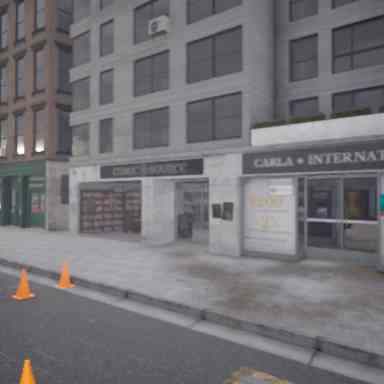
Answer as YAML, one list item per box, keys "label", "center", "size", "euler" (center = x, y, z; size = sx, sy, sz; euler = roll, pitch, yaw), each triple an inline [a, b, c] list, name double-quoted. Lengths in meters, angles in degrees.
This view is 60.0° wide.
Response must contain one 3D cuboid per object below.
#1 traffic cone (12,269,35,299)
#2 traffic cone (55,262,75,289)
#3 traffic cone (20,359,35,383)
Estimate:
- label: "traffic cone"
  center: [-3.688, 1.996, 7.298]
  size: [0.340, 0.580, 0.340]
  euler: [0, -1, 36]
- label: "traffic cone"
  center: [-3.098, 2.004, 8.104]
  size: [0.340, 0.580, 0.340]
  euler: [0, 0, 36]
- label: "traffic cone"
  center: [-1.645, 1.976, 3.321]
  size: [0.340, 0.580, 0.340]
  euler: [0, -1, 36]
